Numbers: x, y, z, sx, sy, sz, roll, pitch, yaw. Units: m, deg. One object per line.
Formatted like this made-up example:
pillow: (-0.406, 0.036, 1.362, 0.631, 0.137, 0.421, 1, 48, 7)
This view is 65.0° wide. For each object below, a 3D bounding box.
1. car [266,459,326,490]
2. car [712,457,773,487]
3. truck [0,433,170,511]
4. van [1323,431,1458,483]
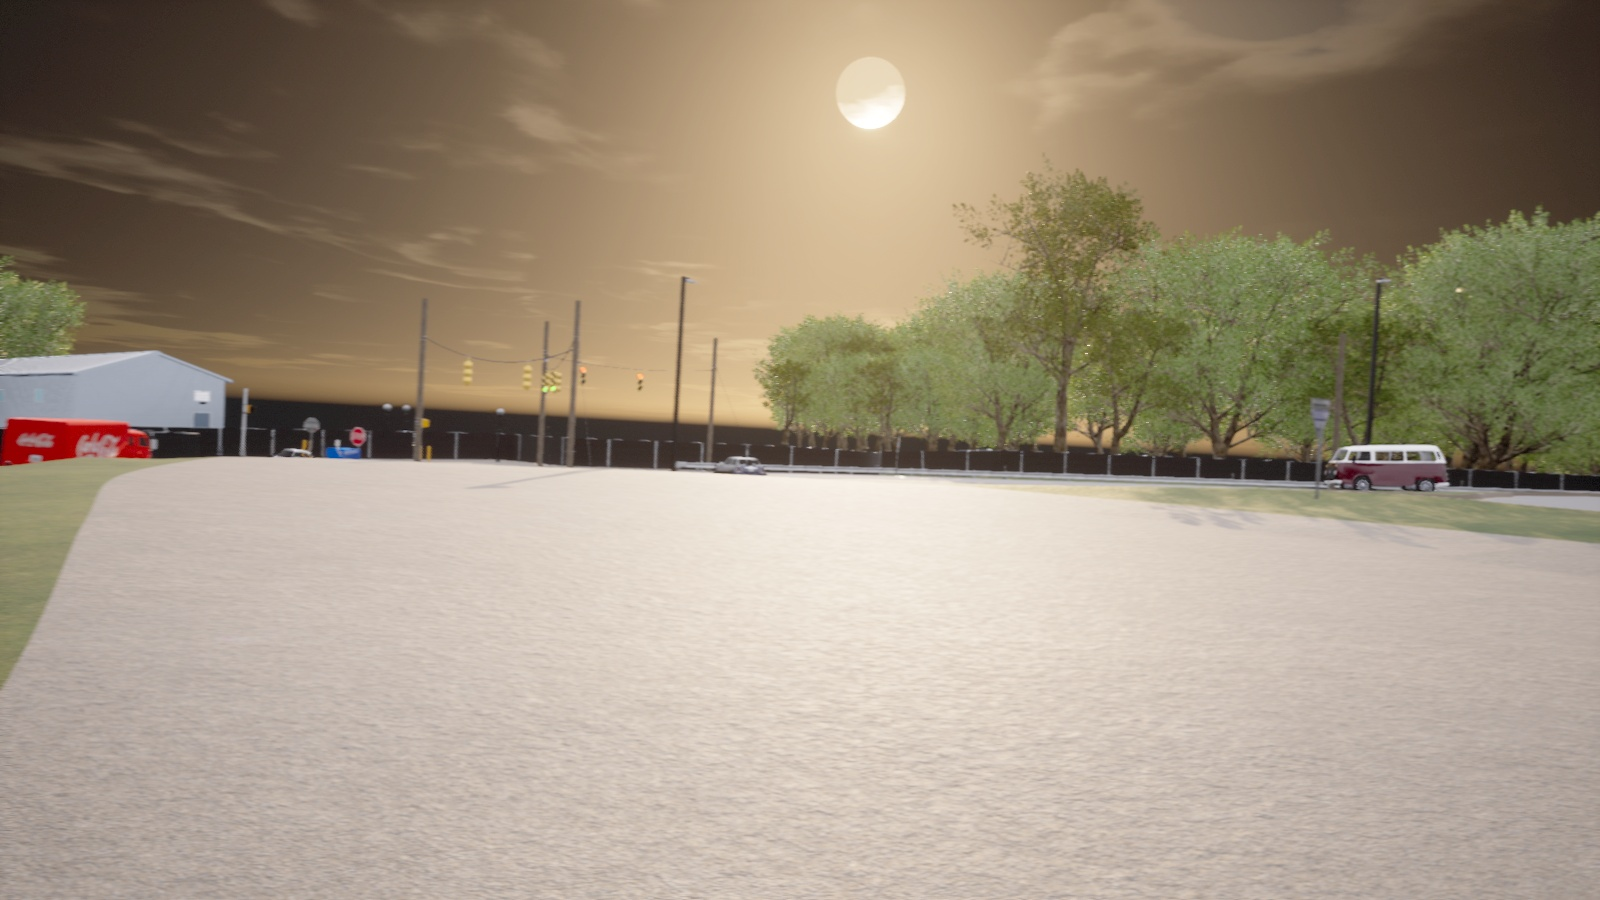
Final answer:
car: (-24.089, 1.171, 60.066, 1.481, 1.376, 2.207, 2, 0, 30)
car: (-3.099, 1.166, 66.653, 1.970, 1.475, 3.806, 1, 0, -24)
truck: (-24.782, 0.715, 43.835, 2.627, 2.467, 5.204, 2, 0, 5)
van: (24.024, 0.313, 51.235, 4.480, 2.038, 2.069, -1, -2, 5)
